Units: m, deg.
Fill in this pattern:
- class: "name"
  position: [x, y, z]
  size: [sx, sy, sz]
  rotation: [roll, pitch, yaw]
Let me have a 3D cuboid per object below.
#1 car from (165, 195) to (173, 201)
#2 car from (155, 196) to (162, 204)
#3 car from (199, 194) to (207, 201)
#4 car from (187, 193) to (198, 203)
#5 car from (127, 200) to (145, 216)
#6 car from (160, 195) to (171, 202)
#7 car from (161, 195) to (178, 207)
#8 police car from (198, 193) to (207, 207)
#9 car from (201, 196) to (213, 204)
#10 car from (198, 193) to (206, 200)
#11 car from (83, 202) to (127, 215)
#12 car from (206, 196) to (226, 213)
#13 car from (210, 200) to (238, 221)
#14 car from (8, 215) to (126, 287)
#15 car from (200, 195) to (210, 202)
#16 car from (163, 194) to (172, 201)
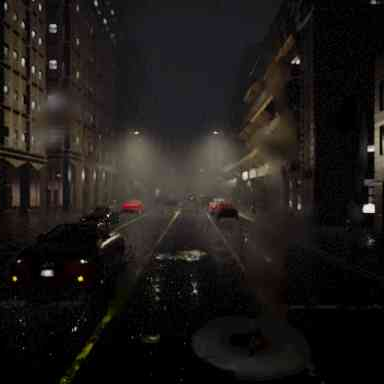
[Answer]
- class: "car"
  position: [-5.661, 1.403, 82.961]
  size: [1.752, 1.417, 4.829]
  rotation: [0, 0, 0]
- class: "car"
  position: [-5.669, 1.466, 60.537]
  size: [1.947, 1.339, 4.313]
  rotation: [0, 0, 0]
- class: "car"
  position: [2.720, 1.318, 83.128]
  size: [1.967, 1.590, 4.097]
  rotation: [0, 0, 0]
- class: "car"
  position: [0.025, 1.381, 67.103]
  size: [1.837, 1.490, 4.892]
  rotation: [0, 0, 0]
- class: "car"
  position: [-5.678, 1.486, 32.295]
  size: [1.887, 1.381, 4.507]
  rotation: [0, 0, 0]
- class: "car"
  position: [-5.664, 1.439, 71.834]
  size: [2.008, 1.369, 4.403]
  rotation: [0, 0, 0]
- class: "car"
  position: [-3.064, 1.516, 49.860]
  size: [1.895, 1.301, 4.718]
  rotation: [0, 0, 0]
- class: "police car"
  position: [2.384, 1.339, 50.058]
  size: [1.930, 1.638, 5.238]
  rotation: [0, 0, 0]
- class: "car"
  position: [2.713, 1.466, 60.534]
  size: [1.947, 1.339, 4.313]
  rotation: [0, 0, 0]
- class: "car"
  position: [2.724, 1.183, 94.425]
  size: [2.192, 1.841, 5.009]
  rotation: [0, 0, 0]
- class: "car"
  position: [-5.682, 1.511, 20.997]
  size: [2.008, 1.369, 4.403]
  rotation: [0, 0, 0]
- class: "car"
  position: [2.702, 1.381, 32.292]
  size: [1.967, 1.590, 4.097]
  rotation: [0, 0, 0]
- class: "car"
  position: [2.700, 1.532, 26.643]
  size: [1.802, 1.307, 4.206]
  rotation: [0, 0, 0]
- class: "car"
  position: [-3.098, 1.546, 9.109]
  size: [1.994, 1.385, 4.181]
  rotation: [0, 0, 0]
- class: "car"
  position: [2.716, 1.439, 71.832]
  size: [2.008, 1.369, 4.403]
  rotation: [0, 0, 0]
- class: "car"
  position: [-5.663, 1.323, 77.483]
  size: [1.967, 1.590, 4.097]
  rotation: [0, 0, 0]
